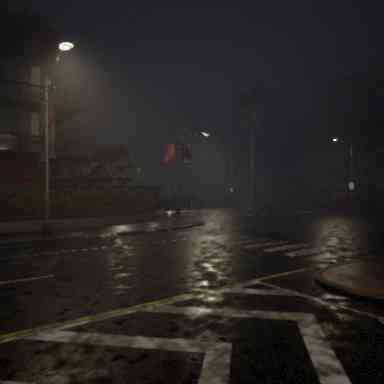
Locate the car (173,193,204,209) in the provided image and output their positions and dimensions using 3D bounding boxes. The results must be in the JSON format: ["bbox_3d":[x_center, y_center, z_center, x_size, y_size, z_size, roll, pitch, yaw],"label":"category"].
[{"bbox_3d":[-0.681,1.149,43.621,2.150,2.045,5.566,0,0,-35],"label":"car"}]

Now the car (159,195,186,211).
[{"bbox_3d":[-3.127,1.464,40.982,1.812,1.442,4.674,0,0,-35],"label":"car"}]
